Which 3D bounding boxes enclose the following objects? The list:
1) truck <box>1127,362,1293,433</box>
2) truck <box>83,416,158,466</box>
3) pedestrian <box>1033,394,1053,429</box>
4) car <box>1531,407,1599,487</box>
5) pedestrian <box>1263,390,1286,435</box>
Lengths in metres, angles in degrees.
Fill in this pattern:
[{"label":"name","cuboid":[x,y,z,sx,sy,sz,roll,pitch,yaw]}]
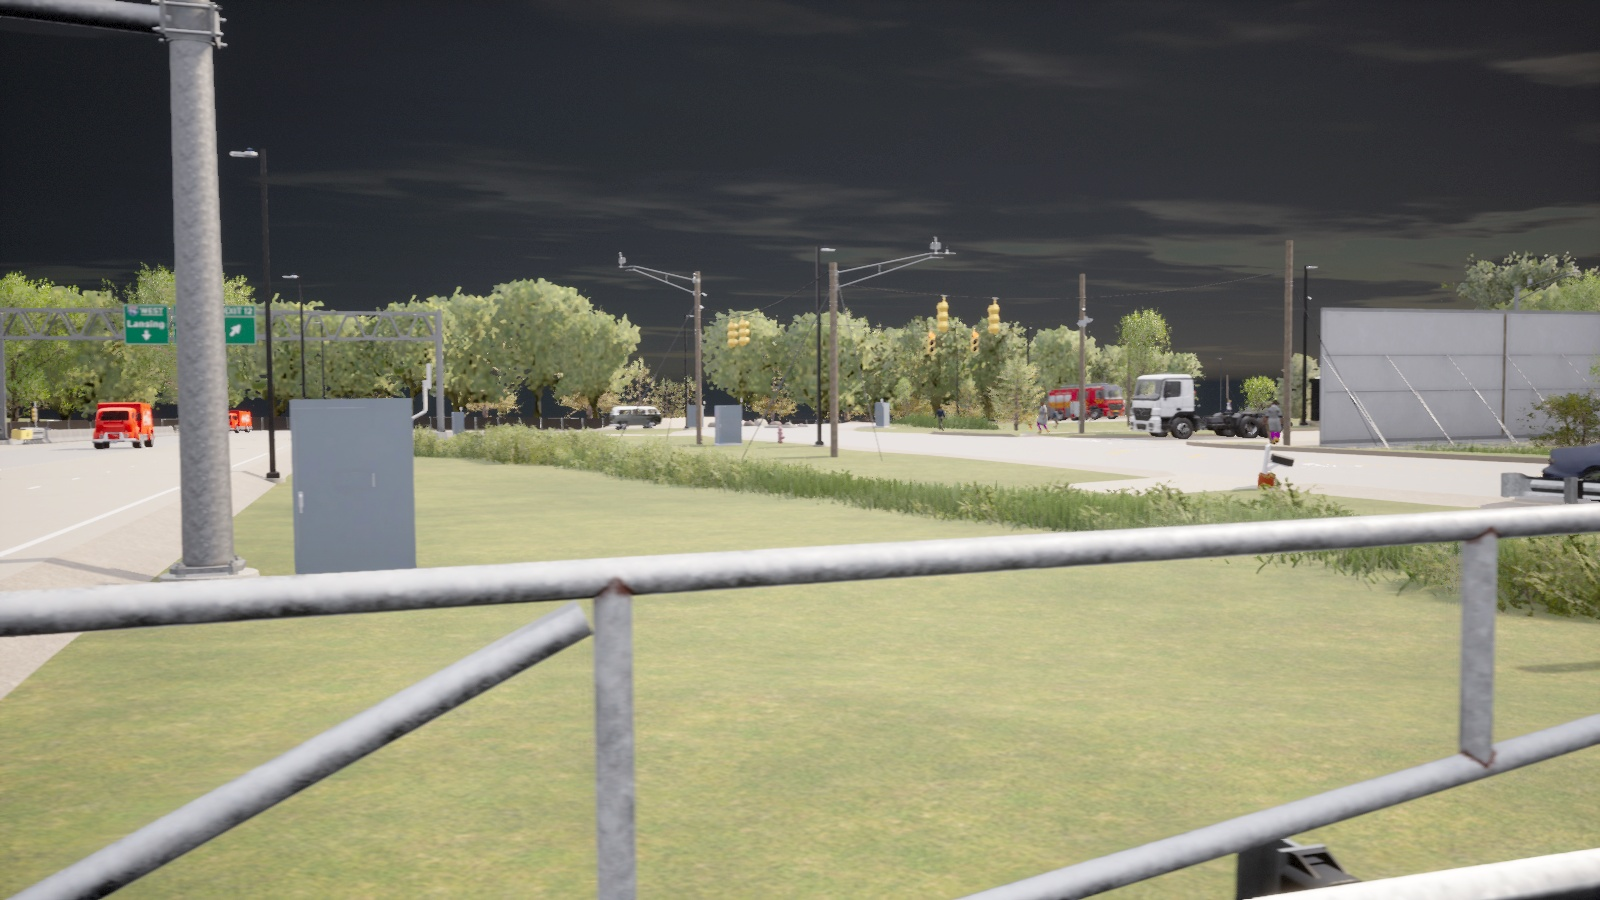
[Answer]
[{"label":"truck","cuboid":[21.572,-2.813,66.221,7.936,3.462,2.891,-2,3,-12]},{"label":"truck","cuboid":[-36.416,-0.520,67.464,2.627,2.467,5.204,-3,2,-19]},{"label":"pedestrian","cuboid":[13.876,-2.188,71.722,0.873,1.952,0.659,-2,3,-14]},{"label":"car","cuboid":[16.100,-0.045,22.288,2.033,1.411,5.357,-3,2,-19]},{"label":"pedestrian","cuboid":[20.668,-1.638,54.684,0.659,1.952,0.873,1,4,41]}]
